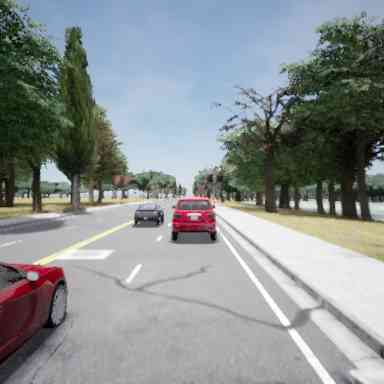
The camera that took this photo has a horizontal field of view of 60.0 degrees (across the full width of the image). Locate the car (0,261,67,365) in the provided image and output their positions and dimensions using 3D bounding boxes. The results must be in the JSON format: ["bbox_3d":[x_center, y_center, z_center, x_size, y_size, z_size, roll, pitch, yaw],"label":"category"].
[{"bbox_3d":[-3.150,1.488,3.966,1.882,1.535,5.008,0,0,0],"label":"car"}]

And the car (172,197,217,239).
[{"bbox_3d":[0.102,1.300,17.856,2.150,2.045,5.566,0,0,0],"label":"car"}]

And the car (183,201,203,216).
[{"bbox_3d":[0.105,1.761,36.618,2.033,1.411,5.357,0,0,0],"label":"car"}]

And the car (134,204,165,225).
[{"bbox_3d":[-3.145,1.621,25.056,2.128,1.511,4.902,0,0,0],"label":"car"}]
